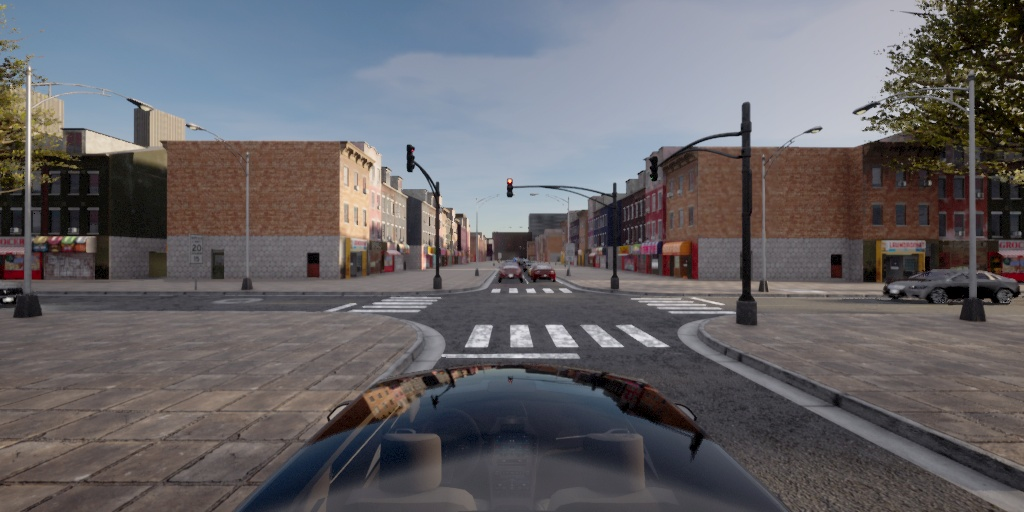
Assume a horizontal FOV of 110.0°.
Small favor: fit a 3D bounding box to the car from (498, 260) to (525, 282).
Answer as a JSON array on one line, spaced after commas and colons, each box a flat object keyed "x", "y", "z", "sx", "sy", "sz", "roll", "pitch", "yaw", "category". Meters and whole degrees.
[{"x": -0.112, "y": 1.293, "z": 29.319, "sx": 1.812, "sy": 1.442, "sz": 4.674, "roll": 0, "pitch": 0, "yaw": 0, "category": "car"}]

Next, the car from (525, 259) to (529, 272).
[{"x": 2.384, "y": 1.300, "z": 34.502, "sx": 1.751, "sy": 1.417, "sz": 4.829, "roll": 0, "pitch": 0, "yaw": 0, "category": "car"}]

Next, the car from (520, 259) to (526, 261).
[{"x": 2.297, "y": 1.365, "z": 45.690, "sx": 1.948, "sy": 1.339, "sz": 4.313, "roll": 0, "pitch": 0, "yaw": 0, "category": "car"}]

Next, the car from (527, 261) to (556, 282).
[{"x": 2.430, "y": 1.311, "z": 28.653, "sx": 1.888, "sy": 1.381, "sz": 4.507, "roll": 0, "pitch": 0, "yaw": 0, "category": "car"}]

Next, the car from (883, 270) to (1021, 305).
[{"x": 20.019, "y": 1.374, "z": 16.464, "sx": 4.902, "sy": 1.511, "sz": 2.128, "roll": 0, "pitch": 0, "yaw": 0, "category": "car"}]

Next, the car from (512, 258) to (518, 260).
[{"x": -0.390, "y": 1.348, "z": 59.256, "sx": 1.837, "sy": 1.490, "sz": 4.892, "roll": 0, "pitch": 0, "yaw": 0, "category": "car"}]

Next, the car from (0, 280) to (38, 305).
[{"x": -21.506, "y": 1.242, "z": 13.434, "sx": 5.357, "sy": 1.411, "sz": 2.033, "roll": 0, "pitch": 0, "yaw": 0, "category": "car"}]
